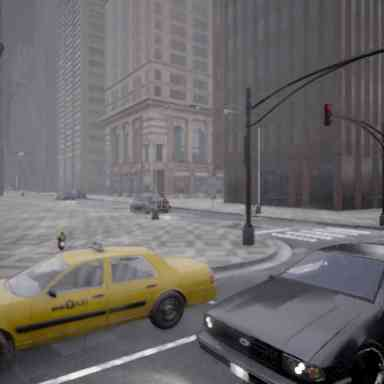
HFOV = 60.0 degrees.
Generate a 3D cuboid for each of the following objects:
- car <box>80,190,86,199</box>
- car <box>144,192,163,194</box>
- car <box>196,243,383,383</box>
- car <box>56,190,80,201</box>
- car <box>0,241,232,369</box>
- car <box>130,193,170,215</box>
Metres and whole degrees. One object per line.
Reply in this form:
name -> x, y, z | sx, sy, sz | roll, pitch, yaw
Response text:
car -> -18.999, 0.428, 54.796 | 1.882, 1.535, 5.008 | 0, 1, -35
car -> -4.358, 0.764, 34.408 | 2.097, 1.767, 4.553 | 0, 1, -36
car -> 2.678, 1.565, 5.170 | 5.357, 1.411, 2.033 | 0, 0, -36
car -> -18.582, 0.594, 48.876 | 2.033, 1.411, 5.357 | 0, 1, -35
car -> -1.794, 1.525, 5.370 | 4.829, 1.417, 1.752 | 0, 0, -36
car -> -3.551, 1.092, 27.804 | 1.994, 1.385, 4.181 | 0, 1, -36
